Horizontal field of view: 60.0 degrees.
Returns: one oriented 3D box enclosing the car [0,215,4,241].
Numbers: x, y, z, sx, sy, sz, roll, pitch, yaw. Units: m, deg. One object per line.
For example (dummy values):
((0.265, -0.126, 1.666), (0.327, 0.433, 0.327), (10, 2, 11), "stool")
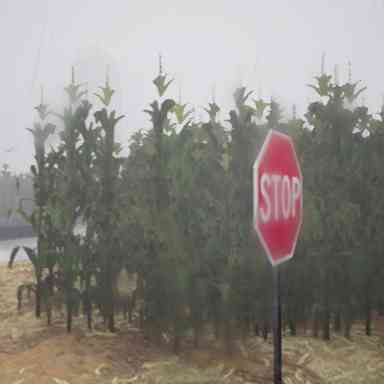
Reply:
((-8.703, 1.714, 16.066), (1.895, 1.301, 4.718), (-1, -1, 35), "car")
